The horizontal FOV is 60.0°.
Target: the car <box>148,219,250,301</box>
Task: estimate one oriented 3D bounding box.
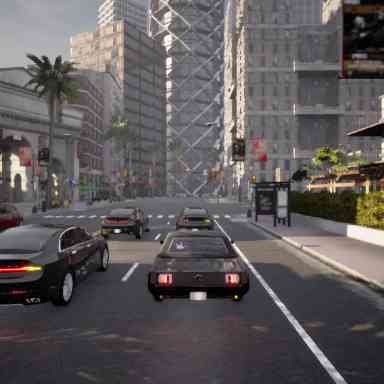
[{"bbox_3d":[0.122,1.601,8.262,1.895,1.301,4.718,0,0,0],"label":"car"}]

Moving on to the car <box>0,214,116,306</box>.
[{"bbox_3d":[-3.370,1.505,8.004,1.837,1.490,4.892,0,0,0],"label":"car"}]

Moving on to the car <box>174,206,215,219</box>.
[{"bbox_3d":[0.138,1.505,17.525,1.837,1.490,4.892,0,0,0],"label":"car"}]

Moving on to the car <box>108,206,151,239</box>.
[{"bbox_3d":[-3.361,1.505,17.410,1.837,1.490,4.892,0,0,0],"label":"car"}]

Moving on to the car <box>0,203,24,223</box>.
[{"bbox_3d":[-10.464,1.418,16.779,2.097,1.767,4.553,0,0,0],"label":"car"}]
